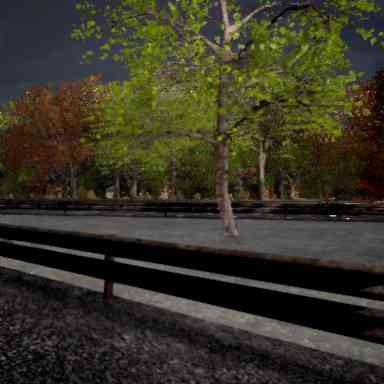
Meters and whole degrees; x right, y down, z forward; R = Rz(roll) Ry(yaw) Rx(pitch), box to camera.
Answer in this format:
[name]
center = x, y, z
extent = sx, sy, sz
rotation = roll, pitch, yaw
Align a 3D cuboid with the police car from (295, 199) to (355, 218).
[police car]
center = 12.266, 1.493, 30.839
extent = 5.238, 1.638, 1.930
rotation = 0, 0, 13
